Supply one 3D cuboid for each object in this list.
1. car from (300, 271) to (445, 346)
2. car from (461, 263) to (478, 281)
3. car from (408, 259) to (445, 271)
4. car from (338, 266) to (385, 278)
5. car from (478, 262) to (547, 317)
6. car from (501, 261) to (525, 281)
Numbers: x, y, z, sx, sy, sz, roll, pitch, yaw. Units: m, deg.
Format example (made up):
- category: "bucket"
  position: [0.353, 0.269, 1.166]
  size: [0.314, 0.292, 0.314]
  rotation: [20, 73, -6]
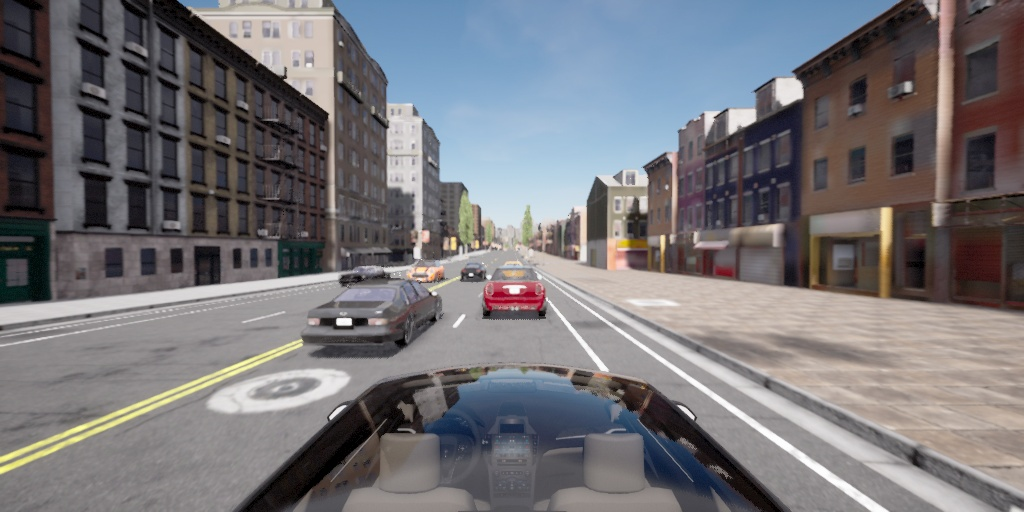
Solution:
- category: "car"
  position: [-3.180, 1.300, 9.336]
  size: [2.033, 1.411, 5.357]
  rotation: [0, 0, 0]
- category: "car"
  position: [-3.142, 1.265, 29.948]
  size: [1.812, 1.442, 4.674]
  rotation: [0, 0, 0]
- category: "car"
  position: [-6.589, 1.097, 27.899]
  size: [2.097, 1.767, 4.553]
  rotation: [0, 0, 0]
- category: "car"
  position: [-9.840, 1.353, 24.188]
  size: [1.895, 1.301, 4.718]
  rotation: [0, 0, 0]
- category: "car"
  position: [0.088, 1.108, 13.384]
  size: [2.097, 1.767, 4.553]
  rotation: [0, 0, 0]
- category: "car"
  position: [0.104, 1.215, 30.603]
  size: [1.882, 1.535, 5.008]
  rotation: [0, 0, 0]
